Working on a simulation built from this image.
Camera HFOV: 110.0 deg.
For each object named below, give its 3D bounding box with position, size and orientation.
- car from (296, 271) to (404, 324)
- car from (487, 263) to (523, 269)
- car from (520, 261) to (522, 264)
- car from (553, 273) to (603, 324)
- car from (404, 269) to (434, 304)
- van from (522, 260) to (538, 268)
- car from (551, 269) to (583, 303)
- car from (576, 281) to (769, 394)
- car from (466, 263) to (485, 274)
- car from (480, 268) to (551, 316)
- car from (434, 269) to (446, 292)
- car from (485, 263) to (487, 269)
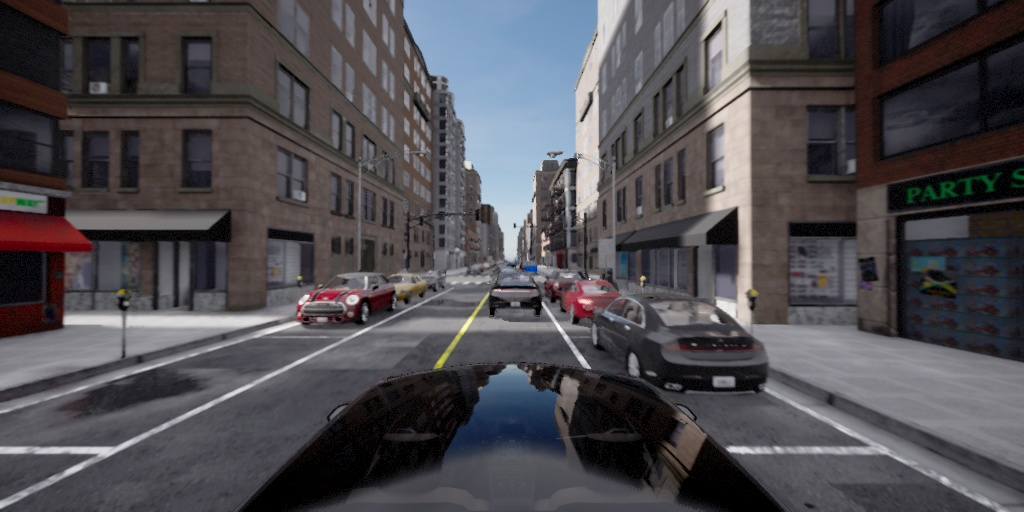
[{"bbox_3d":[-5.382,1.300,12.155,1.967,1.591,4.097,0,0,0],"label":"car"},{"bbox_3d":[-0.647,1.568,29.218,1.812,1.442,4.674,0,-1,-10],"label":"car"},{"bbox_3d":[2.682,1.966,61.635,1.802,1.307,4.207,0,0,0],"label":"car"},{"bbox_3d":[2.644,1.443,12.156,1.802,1.307,4.207,0,0,0],"label":"car"},{"bbox_3d":[-5.377,1.444,17.502,1.751,1.417,4.829,0,0,0],"label":"car"},{"bbox_3d":[2.673,1.605,50.273,1.690,1.789,3.998,0,0,0],"label":"van"},{"bbox_3d":[2.648,1.360,17.675,1.967,1.591,4.097,0,0,0],"label":"car"},{"bbox_3d":[2.639,1.353,6.637,2.007,1.370,4.403,0,0,0],"label":"car"},{"bbox_3d":[-5.352,1.814,50.271,2.007,1.370,4.403,0,0,0],"label":"car"},{"bbox_3d":[0.107,1.371,14.015,2.128,1.511,4.902,0,-1,0],"label":"car"},{"bbox_3d":[-5.373,1.528,23.191,2.007,1.370,4.403,0,0,0],"label":"car"},{"bbox_3d":[-5.347,1.868,55.952,1.888,1.381,4.507,0,0,0],"label":"car"}]
